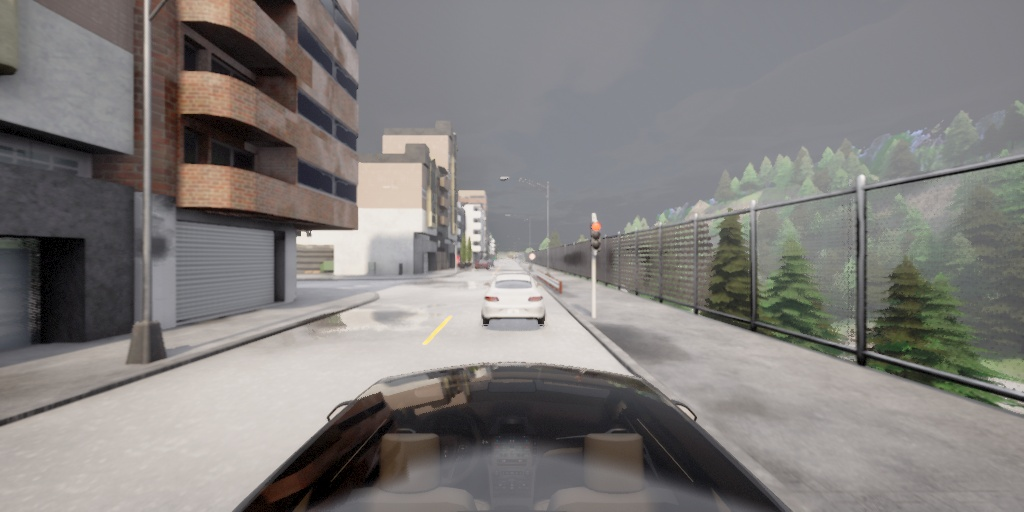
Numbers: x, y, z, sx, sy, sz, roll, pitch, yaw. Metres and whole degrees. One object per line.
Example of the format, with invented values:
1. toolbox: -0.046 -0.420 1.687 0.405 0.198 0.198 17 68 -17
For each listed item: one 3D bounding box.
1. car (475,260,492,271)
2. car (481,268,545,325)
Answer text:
1. car: -4.303 1.290 52.050 1.882 1.535 5.008 0 0 0
2. car: 0.041 1.288 11.708 1.812 1.442 4.674 0 0 0
